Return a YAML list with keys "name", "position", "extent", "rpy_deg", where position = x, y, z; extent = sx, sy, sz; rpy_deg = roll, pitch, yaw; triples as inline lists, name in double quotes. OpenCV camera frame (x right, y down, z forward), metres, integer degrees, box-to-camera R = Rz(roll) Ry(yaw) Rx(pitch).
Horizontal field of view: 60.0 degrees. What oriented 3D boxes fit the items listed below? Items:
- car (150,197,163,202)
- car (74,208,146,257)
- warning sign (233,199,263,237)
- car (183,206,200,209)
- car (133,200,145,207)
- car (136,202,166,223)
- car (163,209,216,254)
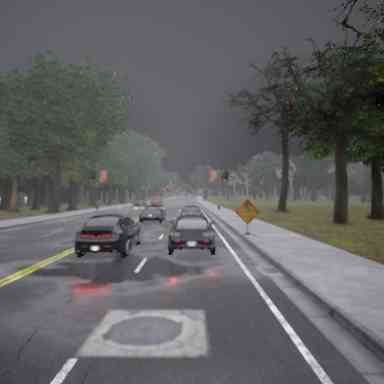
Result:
- name: "car"
  position: [-6.900, 1.908, 64.998]
  extent: [2.150, 2.045, 5.566]
  rpy_deg: [0, 0, 0]
- name: "car"
  position: [-3.248, 1.645, 13.605]
  extent: [1.837, 1.490, 4.892]
  rpy_deg: [0, 0, 0]
- name: "warning sign"
  position: [2.818, 1.286, 16.897]
  extent: [1.300, 1.860, 1.060]
  rpy_deg: [0, -1, 0]
- name: "car"
  position: [-0.065, 1.831, 27.674]
  extent: [2.033, 1.411, 5.357]
  rpy_deg: [0, -1, 0]
- name: "car"
  position: [-10.151, 2.247, 64.933]
  extent: [1.994, 1.385, 4.181]
  rpy_deg: [0, -1, 0]
- name: "car"
  position: [-3.309, 1.857, 28.468]
  extent: [1.994, 1.385, 4.181]
  rpy_deg: [0, -1, 0]
- name: "car"
  position: [0.004, 1.667, 14.032]
  extent: [1.812, 1.442, 4.674]
  rpy_deg: [0, 0, 0]
